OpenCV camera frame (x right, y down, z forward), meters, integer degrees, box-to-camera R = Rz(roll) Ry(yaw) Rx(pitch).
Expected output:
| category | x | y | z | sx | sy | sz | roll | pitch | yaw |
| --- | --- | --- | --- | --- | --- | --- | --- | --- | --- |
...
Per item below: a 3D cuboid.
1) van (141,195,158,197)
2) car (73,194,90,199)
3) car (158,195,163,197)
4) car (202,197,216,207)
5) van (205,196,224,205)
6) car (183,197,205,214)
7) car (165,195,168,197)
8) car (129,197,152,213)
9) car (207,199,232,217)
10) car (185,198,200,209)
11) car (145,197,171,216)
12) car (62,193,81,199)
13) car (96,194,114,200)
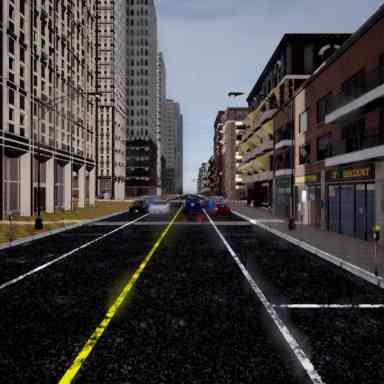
| category | x | y | z | sx | sy | sz | roll | pitch | yaw |
| --- | --- | --- | --- | --- | --- | --- | --- | --- | --- |
| van | -5.703 | 1.365 | 42.117 | 1.690 | 1.788 | 3.998 | 0 | 0 | 0 |
| car | -26.730 | 1.169 | 81.121 | 4.206 | 1.307 | 1.802 | 1 | -1 | 0 |
| car | -5.704 | 1.579 | 47.765 | 2.008 | 1.369 | 4.403 | 0 | 0 | 0 |
| car | 2.676 | 1.585 | 53.415 | 2.008 | 1.369 | 4.403 | 0 | 0 | 0 |
| van | 2.680 | 1.360 | 36.470 | 1.690 | 1.788 | 3.998 | 0 | 0 | 0 |
| car | 0.070 | 1.371 | 36.070 | 2.097 | 1.767 | 4.553 | 0 | 0 | 0 |
| car | -5.710 | 1.493 | 70.360 | 1.967 | 1.590 | 4.097 | 0 | 0 | 0 |
| car | -5.700 | 1.585 | 36.468 | 1.947 | 1.339 | 4.313 | 0 | 0 | 0 |
| car | 2.681 | 1.597 | 30.821 | 1.802 | 1.307 | 4.206 | 0 | 0 | 0 |
| car | 0.042 | 1.591 | 45.969 | 1.994 | 1.385 | 4.181 | 0 | 0 | 1 |
| car | -3.122 | 1.542 | 32.723 | 1.812 | 1.442 | 4.674 | 0 | 0 | 0 |
| car | -32.387 | 1.057 | 89.487 | 4.206 | 1.307 | 1.802 | 1 | -1 | 0 |
| car | -21.153 | 1.134 | 81.138 | 4.097 | 1.590 | 1.967 | 1 | -1 | 0 |
